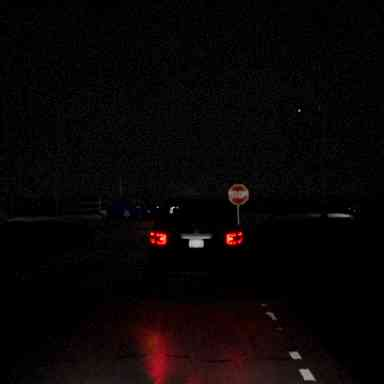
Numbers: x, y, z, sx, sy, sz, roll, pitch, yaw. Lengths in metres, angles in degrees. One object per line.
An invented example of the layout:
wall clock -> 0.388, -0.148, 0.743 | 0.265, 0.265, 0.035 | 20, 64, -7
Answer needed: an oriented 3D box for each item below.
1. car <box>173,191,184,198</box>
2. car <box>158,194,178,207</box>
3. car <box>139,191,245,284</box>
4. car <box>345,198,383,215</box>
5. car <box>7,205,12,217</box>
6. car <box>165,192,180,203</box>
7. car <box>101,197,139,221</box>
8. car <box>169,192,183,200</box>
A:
car -> -2.753, 0.513, 69.239 | 2.033, 1.411, 5.357 | 0, 1, 0
car -> -2.834, 0.960, 40.156 | 1.994, 1.385, 4.181 | 0, 1, 0
car -> 0.099, 1.077, 9.302 | 2.150, 2.045, 5.566 | 0, 1, 0
car -> 14.623, 1.134, 26.723 | 4.181, 1.385, 1.994 | 0, 0, -1
car -> -15.421, 1.053, 23.669 | 4.553, 1.767, 2.097 | 0, 0, -2
car -> -2.828, 0.745, 48.986 | 1.882, 1.535, 5.008 | 0, 1, 0
car -> -4.595, 1.113, 23.589 | 1.882, 1.535, 5.008 | 0, 0, -44
car -> -2.781, 0.672, 58.749 | 2.033, 1.411, 5.357 | 0, 1, 1
